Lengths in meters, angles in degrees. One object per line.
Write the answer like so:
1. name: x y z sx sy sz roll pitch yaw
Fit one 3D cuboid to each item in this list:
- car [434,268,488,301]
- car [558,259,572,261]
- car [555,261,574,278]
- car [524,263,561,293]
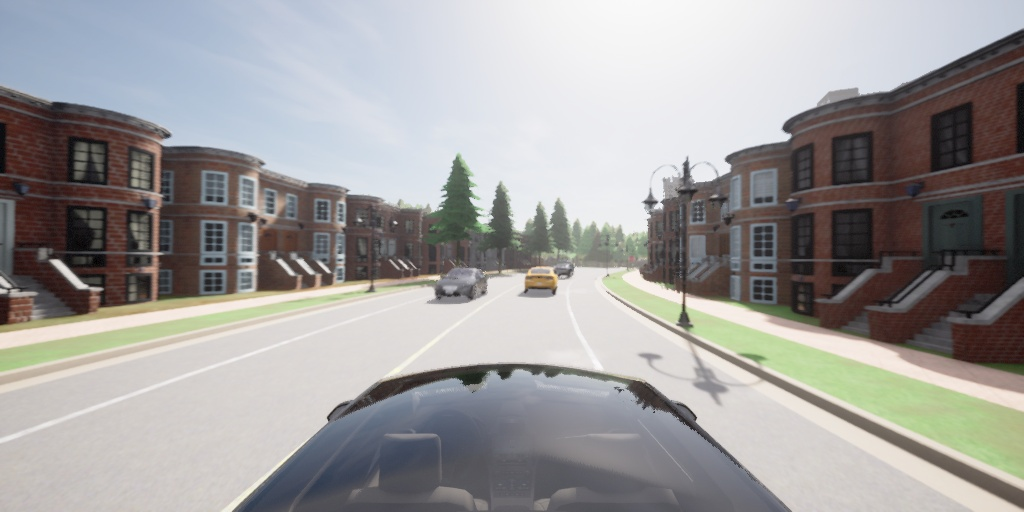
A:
1. car: -2.463 1.358 18.353 2.128 1.511 4.902 0 -1 7
2. car: 8.400 1.547 57.987 2.150 2.045 5.566 0 -1 24
3. car: 5.772 1.631 39.948 2.128 1.511 4.902 0 -1 16
4. car: 1.892 1.427 22.611 1.882 1.535 5.008 1 0 9
